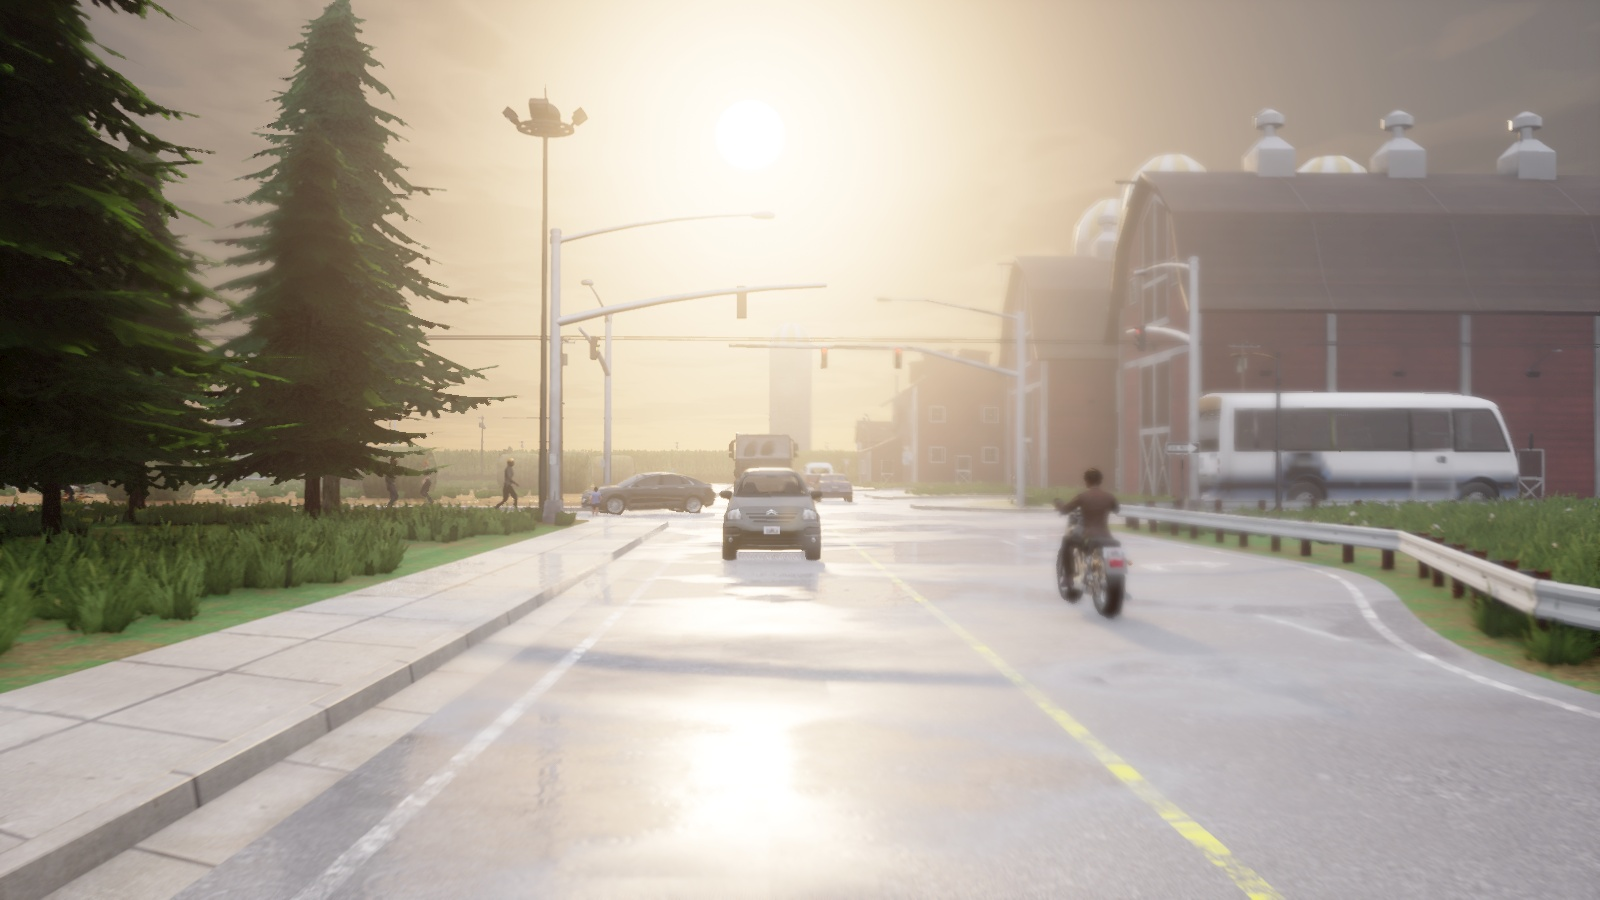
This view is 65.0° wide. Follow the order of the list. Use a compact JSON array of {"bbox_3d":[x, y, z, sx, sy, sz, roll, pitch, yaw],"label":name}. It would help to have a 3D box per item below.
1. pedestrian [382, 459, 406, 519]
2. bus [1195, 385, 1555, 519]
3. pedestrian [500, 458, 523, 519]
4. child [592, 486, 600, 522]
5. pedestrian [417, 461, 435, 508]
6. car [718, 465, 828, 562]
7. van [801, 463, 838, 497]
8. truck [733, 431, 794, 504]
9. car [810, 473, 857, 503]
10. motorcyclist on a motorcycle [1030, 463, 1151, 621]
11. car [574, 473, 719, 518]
[{"bbox_3d":[-12.467,1.191,38.541,0.614,1.847,0.353,0,-1,0],"label":"pedestrian"},{"bbox_3d":[19.037,0.090,42.181,10.273,4.253,3.944,0,-1,-1],"label":"bus"},{"bbox_3d":[-8.821,1.174,38.426,0.634,1.846,0.331,0,-1,2],"label":"pedestrian"},{"bbox_3d":[-6.411,1.695,39.441,0.255,1.110,0.394,0,-1,-9],"label":"child"},{"bbox_3d":[-14.740,1.373,49.485,0.594,1.836,0.345,0,-1,8],"label":"pedestrian"},{"bbox_3d":[-0.522,1.101,23.164,1.851,1.617,3.988,0,-1,-2],"label":"car"},{"bbox_3d":[1.180,1.835,78.036,2.069,2.038,4.480,0,-1,-2],"label":"van"},{"bbox_3d":[-1.857,0.900,63.783,2.891,3.462,7.936,0,-1,-2],"label":"truck"},{"bbox_3d":[1.653,1.898,63.546,2.033,1.411,5.357,-1,-1,-2],"label":"car"},{"bbox_3d":[3.263,0.991,14.346,0.766,1.649,2.350,0,-1,-2],"label":"motorcyclist on a motorcycle"},{"bbox_3d":[-5.544,1.620,45.556,4.892,1.490,1.837,0,0,-24],"label":"car"}]
